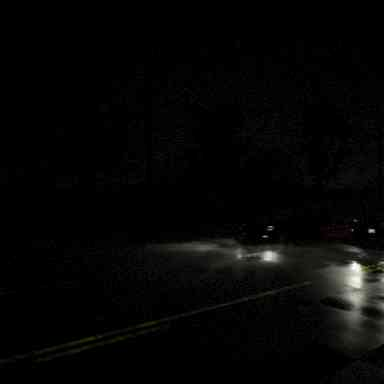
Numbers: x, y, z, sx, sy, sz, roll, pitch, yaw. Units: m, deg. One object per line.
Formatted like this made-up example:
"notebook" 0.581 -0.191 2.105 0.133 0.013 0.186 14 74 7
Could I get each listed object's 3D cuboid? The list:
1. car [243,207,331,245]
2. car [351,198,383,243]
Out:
"car" 4.605 1.488 15.876 5.008 1.535 1.882 0 0 -35
"car" 9.530 1.228 15.090 5.566 2.045 2.150 0 0 -35
